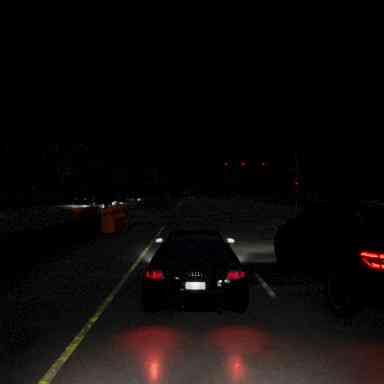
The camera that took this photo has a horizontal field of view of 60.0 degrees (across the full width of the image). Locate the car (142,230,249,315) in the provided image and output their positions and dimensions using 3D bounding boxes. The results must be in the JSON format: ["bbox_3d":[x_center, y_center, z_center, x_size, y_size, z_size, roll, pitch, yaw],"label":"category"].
[{"bbox_3d":[0.067,1.563,7.668,1.994,1.385,4.181,0,0,0],"label":"car"}]

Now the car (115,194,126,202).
[{"bbox_3d":[-14.351,1.306,65.883,1.812,1.442,4.674,0,0,0],"label":"car"}]

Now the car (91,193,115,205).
[{"bbox_3d":[-14.346,1.338,53.987,1.837,1.490,4.892,0,0,0],"label":"car"}]

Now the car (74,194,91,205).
[{"bbox_3d":[-17.852,1.180,54.946,2.097,1.767,4.553,0,0,0],"label":"car"}]

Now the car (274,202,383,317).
[{"bbox_3d":[3.589,1.221,7.598,2.150,2.045,5.566,0,0,-2],"label":"car"}]

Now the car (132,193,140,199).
[{"bbox_3d":[-15.058,1.030,89.410,2.097,1.767,4.553,0,0,-7],"label":"car"}]

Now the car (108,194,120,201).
[{"bbox_3d":[-17.895,1.257,76.413,1.812,1.442,4.674,0,0,0],"label":"car"}]
